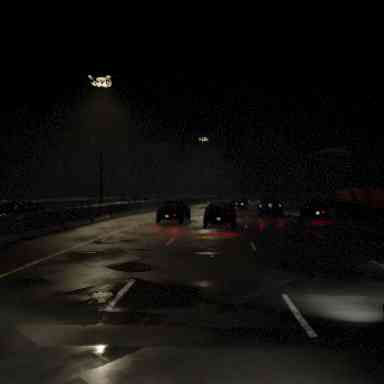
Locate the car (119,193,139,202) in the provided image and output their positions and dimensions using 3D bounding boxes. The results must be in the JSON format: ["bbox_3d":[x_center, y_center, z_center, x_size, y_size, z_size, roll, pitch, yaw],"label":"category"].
[{"bbox_3d":[-12.071,0.969,63.645,2.097,1.767,4.553,0,0,22],"label":"car"}]

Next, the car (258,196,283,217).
[{"bbox_3d":[7.033,1.193,29.990,2.097,1.767,4.553,0,0,12],"label":"car"}]

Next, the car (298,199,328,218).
[{"bbox_3d":[10.200,1.361,28.113,1.837,1.490,4.892,0,0,11],"label":"car"}]

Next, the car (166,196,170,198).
[{"bbox_3d":[-3.678,1.181,65.664,1.994,1.385,4.181,0,0,23],"label":"car"}]

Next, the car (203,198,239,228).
[{"bbox_3d":[1.866,1.359,21.242,1.882,1.535,5.008,0,0,8],"label":"car"}]

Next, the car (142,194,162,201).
[{"bbox_3d":[-7.655,1.162,65.186,2.033,1.411,5.357,0,0,23],"label":"car"}]

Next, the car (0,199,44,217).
[{"bbox_3d":[-12.214,1.352,22.957,1.837,1.490,4.892,0,0,9],"label":"car"}]

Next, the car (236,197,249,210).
[{"bbox_3d":[5.545,1.336,38.775,2.033,1.411,5.357,0,0,15],"label":"car"}]

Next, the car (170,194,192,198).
[{"bbox_3d":[-1.504,1.138,61.742,2.128,1.511,4.902,0,0,23],"label":"car"}]

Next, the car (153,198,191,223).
[{"bbox_3d":[-1.272,1.387,23.860,1.812,1.442,4.674,0,0,9],"label":"car"}]
